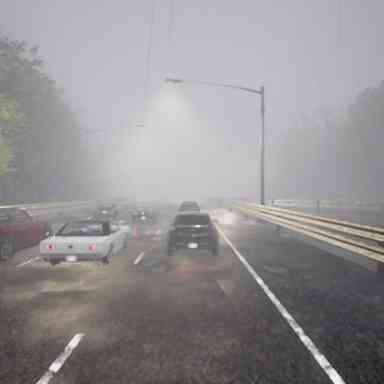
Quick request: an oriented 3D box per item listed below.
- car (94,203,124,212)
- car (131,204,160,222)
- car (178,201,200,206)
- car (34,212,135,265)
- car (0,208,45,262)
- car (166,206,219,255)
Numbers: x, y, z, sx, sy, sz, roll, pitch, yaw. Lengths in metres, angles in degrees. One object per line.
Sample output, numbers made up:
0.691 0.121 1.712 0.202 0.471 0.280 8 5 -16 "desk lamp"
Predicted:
-7.227 1.631 29.284 1.994 1.385 4.181 0 0 -1 "car"
-3.683 1.661 27.146 1.895 1.301 4.718 0 0 -1 "car"
-0.243 1.546 30.242 1.882 1.535 5.008 0 0 -1 "car"
-3.473 1.623 11.777 1.895 1.301 4.718 0 0 0 "car"
-6.983 1.375 12.343 2.097 1.767 4.553 0 0 0 "car"
0.012 1.529 13.382 1.837 1.490 4.892 0 0 0 "car"
